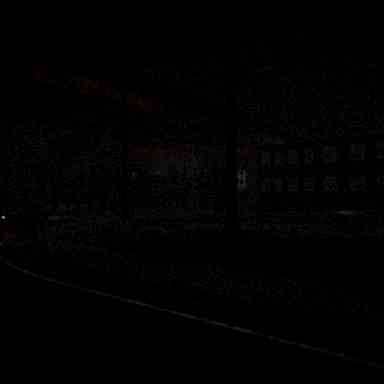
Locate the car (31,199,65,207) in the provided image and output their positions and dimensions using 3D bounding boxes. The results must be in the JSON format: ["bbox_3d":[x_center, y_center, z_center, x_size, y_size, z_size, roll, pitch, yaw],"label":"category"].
[{"bbox_3d":[-22.312,1.668,51.542,4.536,1.218,1.853,0,0,7],"label":"car"}]

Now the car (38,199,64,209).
[{"bbox_3d":[-22.259,1.825,51.535,4.974,1.542,2.038,0,0,7],"label":"car"}]

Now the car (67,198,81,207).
[{"bbox_3d":[-18.752,1.651,52.796,1.853,1.218,4.536,0,0,-23],"label":"car"}]

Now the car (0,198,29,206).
[{"bbox_3d":[-35.609,1.977,66.565,4.974,1.542,2.038,0,0,2],"label":"car"}]

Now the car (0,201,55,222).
[{"bbox_3d":[-14.143,1.741,28.195,1.812,1.442,4.674,-1,0,13],"label":"car"}]

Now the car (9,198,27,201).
[{"bbox_3d":[-35.558,1.819,66.565,4.536,1.218,1.853,0,0,2],"label":"car"}]

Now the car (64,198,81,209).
[{"bbox_3d":[-18.730,1.808,52.748,2.038,1.542,4.974,0,0,-23],"label":"car"}]
